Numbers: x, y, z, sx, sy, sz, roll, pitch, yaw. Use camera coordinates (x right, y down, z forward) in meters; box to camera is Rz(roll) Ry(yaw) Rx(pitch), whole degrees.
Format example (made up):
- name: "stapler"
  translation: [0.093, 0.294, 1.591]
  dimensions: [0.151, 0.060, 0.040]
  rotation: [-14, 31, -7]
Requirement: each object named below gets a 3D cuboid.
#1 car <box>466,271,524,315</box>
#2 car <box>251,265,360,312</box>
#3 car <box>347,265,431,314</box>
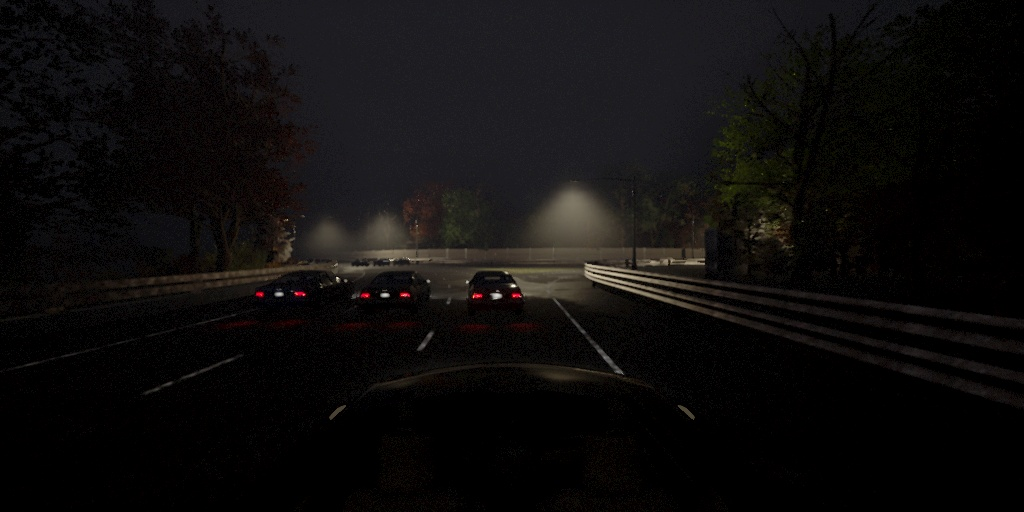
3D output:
- name: "car"
  translation: [-0.739, 1.262, 13.470]
  dimensions: [2.033, 1.411, 5.357]
  rotation: [0, 0, -7]
- name: "car"
  translation: [-7.846, 1.277, 14.072]
  dimensions: [2.033, 1.411, 5.357]
  rotation: [0, 0, -7]
- name: "car"
  translation: [-4.280, 1.270, 13.738]
  dimensions: [2.033, 1.411, 5.357]
  rotation: [0, 0, -7]
